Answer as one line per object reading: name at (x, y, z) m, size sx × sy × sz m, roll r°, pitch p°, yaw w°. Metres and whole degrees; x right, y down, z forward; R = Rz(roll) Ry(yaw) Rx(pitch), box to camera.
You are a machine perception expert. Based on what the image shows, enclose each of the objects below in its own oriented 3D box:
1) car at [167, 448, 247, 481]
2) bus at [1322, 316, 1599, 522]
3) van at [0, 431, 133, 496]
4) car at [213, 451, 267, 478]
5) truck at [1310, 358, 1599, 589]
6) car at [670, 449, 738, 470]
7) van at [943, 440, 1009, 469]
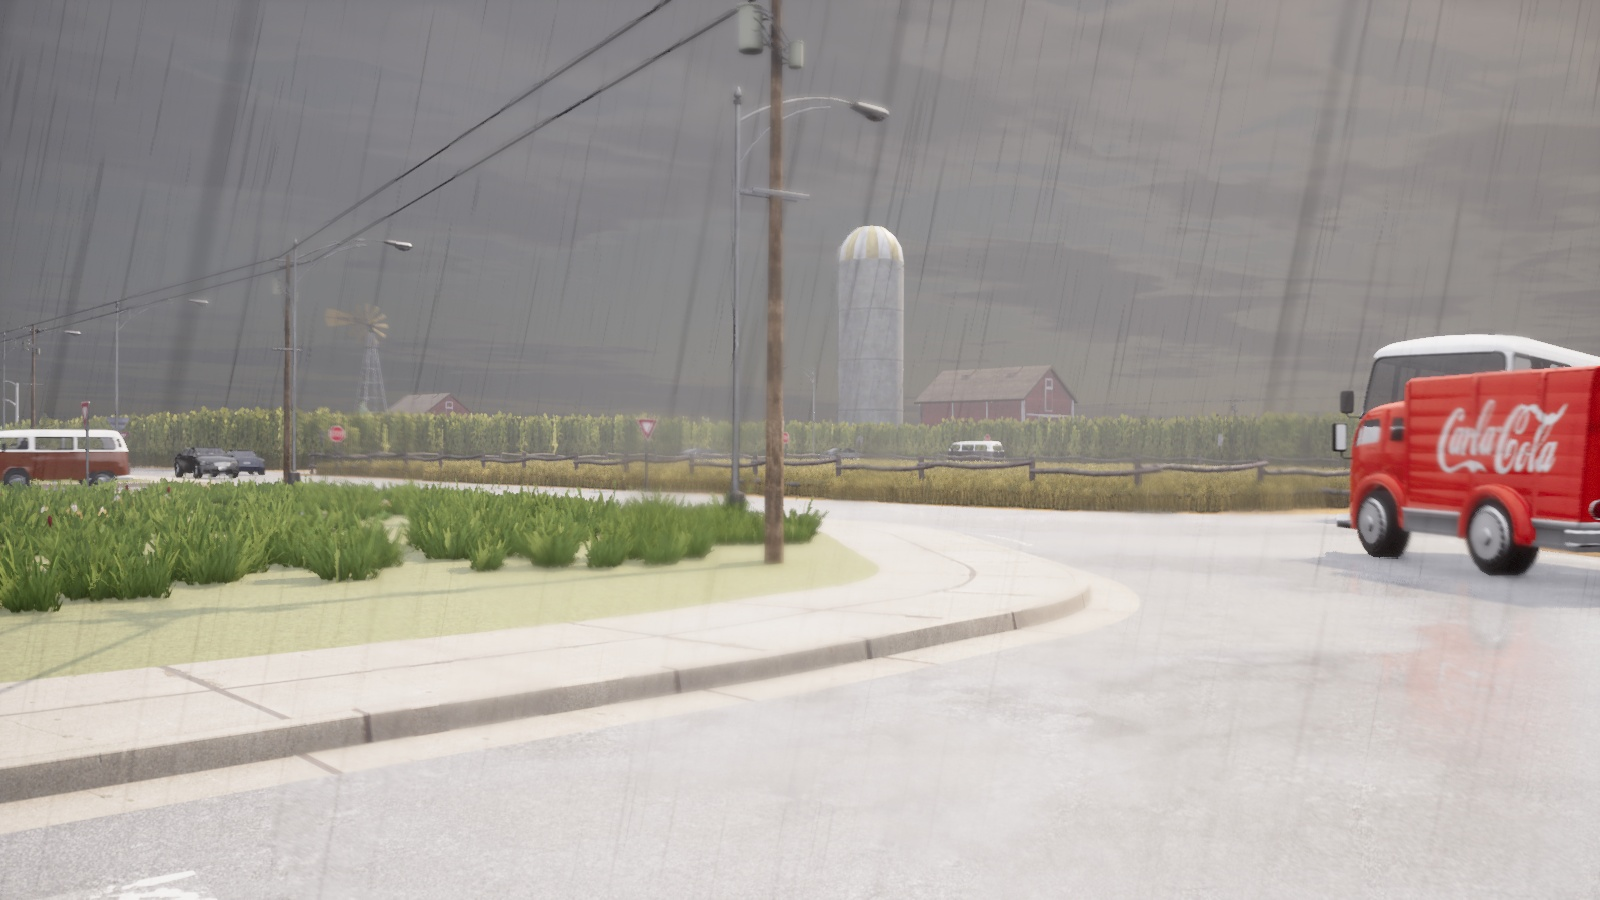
car at (-28.142, 0.661, 59.516) m, size 2.128 × 1.511 × 4.902 m, roll 0°, pitch 0°, yaw -42°
bus at (16.983, -0.601, 30.932) m, size 10.273 × 4.253 × 3.944 m, roll 1°, pitch 0°, yaw -45°
van at (-24.732, 0.432, 41.396) m, size 4.480 × 2.038 × 2.069 m, roll 0°, pitch 0°, yaw -43°
car at (-29.892, 0.765, 66.993) m, size 1.994 × 1.385 × 4.181 m, roll 0°, pitch 0°, yaw -33°
truck at (9.164, 0.239, 16.159) m, size 2.627 × 2.467 × 5.204 m, roll 0°, pitch 0°, yaw -7°
car at (-7.083, 0.669, 92.948) m, size 4.892 × 1.490 × 1.837 m, roll 0°, pitch 0°, yaw -43°
van at (12.969, 0.329, 92.609) m, size 2.069 × 2.038 × 4.480 m, roll 0°, pitch 1°, yaw -42°
